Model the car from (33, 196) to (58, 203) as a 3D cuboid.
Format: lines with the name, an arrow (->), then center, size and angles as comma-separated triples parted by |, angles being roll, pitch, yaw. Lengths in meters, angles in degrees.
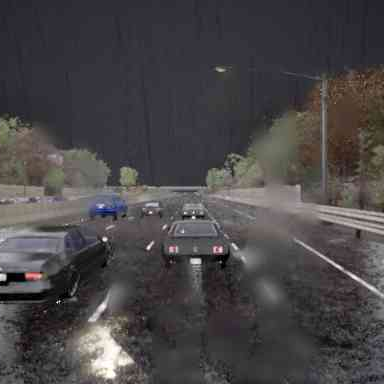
car -> -21.048, 1.388, 49.324 | 2.097, 1.767, 4.553 | 0, 0, 0

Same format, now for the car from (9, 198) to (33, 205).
car -> -24.544, 1.562, 49.365 | 1.812, 1.442, 4.674 | 0, 0, 0

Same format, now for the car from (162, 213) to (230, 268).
car -> 0.105, 1.601, 11.297 | 1.895, 1.301, 4.718 | 0, 0, 0

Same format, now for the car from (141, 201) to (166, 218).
car -> -3.392, 1.537, 29.669 | 1.812, 1.442, 4.674 | 0, 0, 0

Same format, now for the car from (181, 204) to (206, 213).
car -> 0.108, 1.610, 27.113 | 1.895, 1.301, 4.718 | 0, 0, 0

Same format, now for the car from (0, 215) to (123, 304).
car -> -3.396, 1.548, 8.360 | 2.033, 1.411, 5.357 | 0, 0, 0

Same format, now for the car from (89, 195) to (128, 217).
car -> -6.892, 1.232, 27.776 | 2.150, 2.045, 5.566 | 0, 0, 0

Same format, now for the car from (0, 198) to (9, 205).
car -> -28.044, 1.582, 47.650 | 2.033, 1.411, 5.357 | 0, 0, 1

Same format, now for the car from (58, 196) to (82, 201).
car -> -17.549, 1.513, 49.237 | 1.882, 1.535, 5.008 | 0, 0, 0
